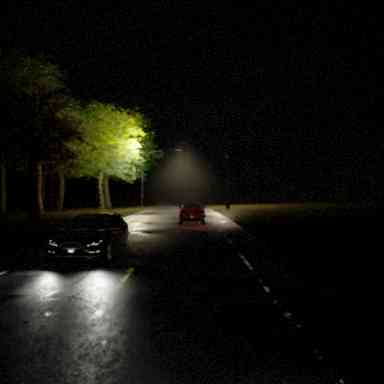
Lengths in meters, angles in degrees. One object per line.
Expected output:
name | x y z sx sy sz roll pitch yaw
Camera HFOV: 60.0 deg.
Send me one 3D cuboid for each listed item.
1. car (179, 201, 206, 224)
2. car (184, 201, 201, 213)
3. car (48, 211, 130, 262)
car | 0.022 1.564 25.518 1.882 1.535 5.008 0 0 1
car | 0.034 1.865 42.204 2.033 1.411 5.357 0 -1 0
car | -3.541 1.514 12.214 1.837 1.490 4.892 0 -1 0
